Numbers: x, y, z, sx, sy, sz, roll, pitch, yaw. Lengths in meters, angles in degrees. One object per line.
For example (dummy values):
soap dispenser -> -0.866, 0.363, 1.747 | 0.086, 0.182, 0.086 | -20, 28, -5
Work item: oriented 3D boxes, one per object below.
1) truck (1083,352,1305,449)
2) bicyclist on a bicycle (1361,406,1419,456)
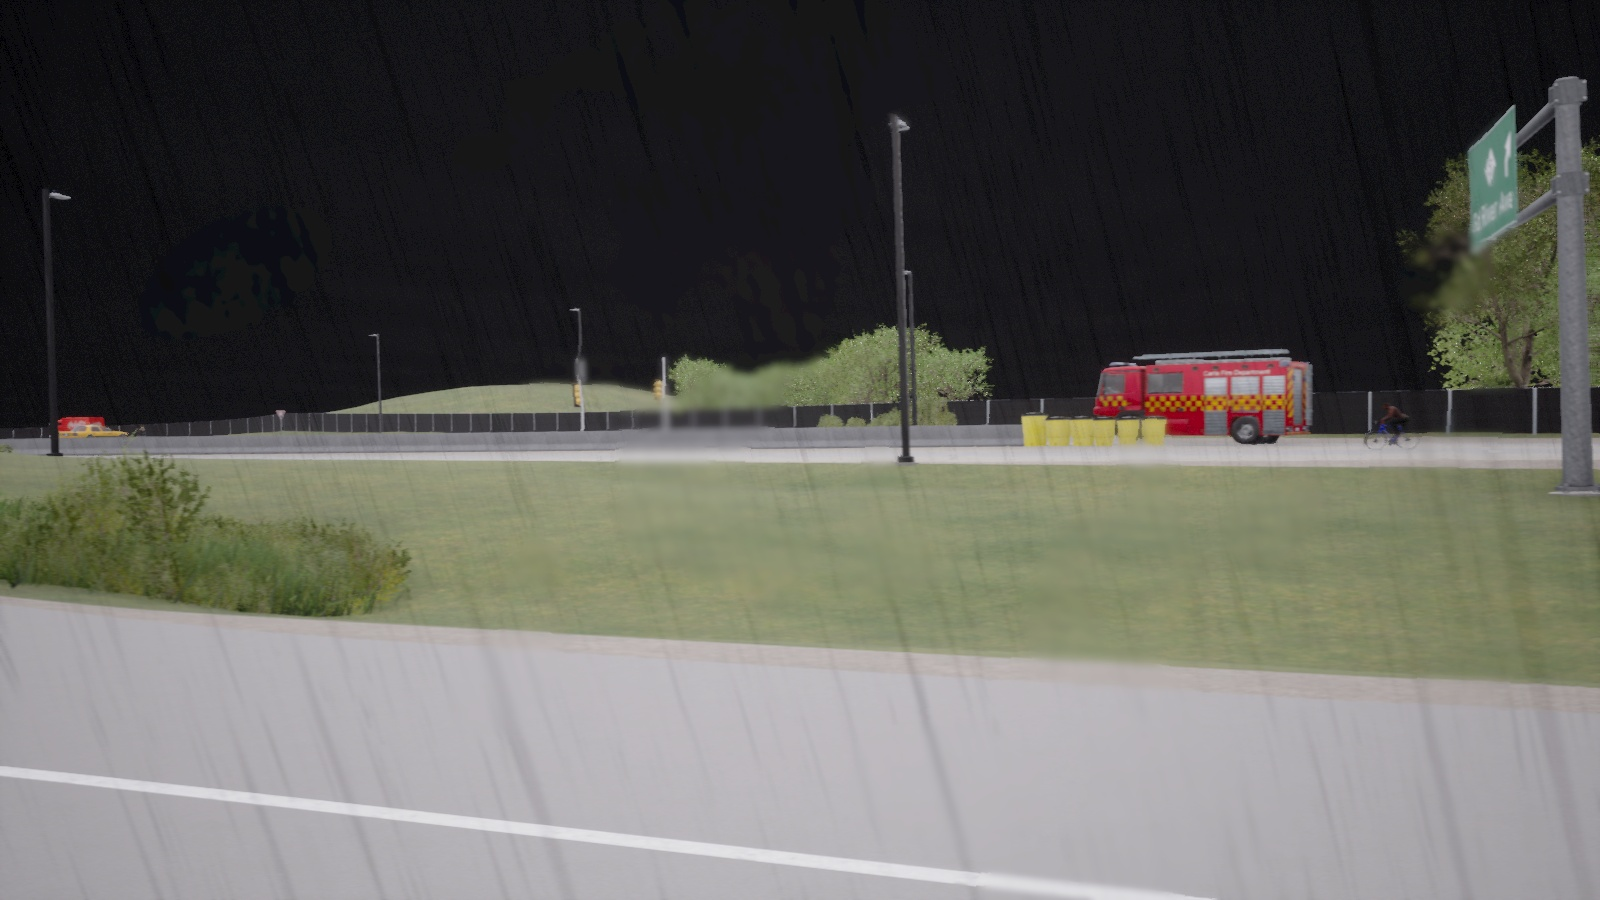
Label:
truck -> 16.569, -2.029, 53.255 | 8.468, 3.827, 2.891 | 1, 2, 39
bicyclist on a bicycle -> 19.194, -0.616, 40.886 | 1.656, 1.620, 0.582 | 0, 1, 19
